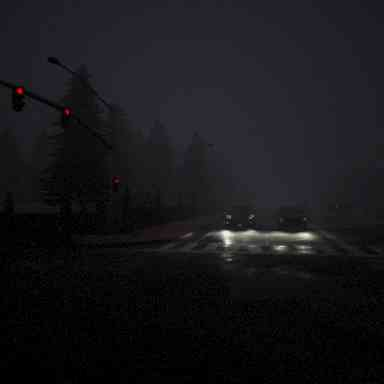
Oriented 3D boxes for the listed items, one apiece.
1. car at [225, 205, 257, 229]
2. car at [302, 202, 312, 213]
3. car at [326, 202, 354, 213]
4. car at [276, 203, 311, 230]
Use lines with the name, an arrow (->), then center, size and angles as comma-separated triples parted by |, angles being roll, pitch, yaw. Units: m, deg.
car -> 3.782, 1.759, 25.178 | 2.097, 1.767, 4.553 | -1, -1, 13
car -> 15.950, 2.196, 47.502 | 2.033, 1.411, 5.357 | -1, -1, 13
car -> 20.372, 2.088, 45.918 | 4.674, 1.442, 1.812 | 0, -1, -36
car -> 7.155, 1.824, 24.219 | 1.882, 1.535, 5.008 | -1, -1, 13
